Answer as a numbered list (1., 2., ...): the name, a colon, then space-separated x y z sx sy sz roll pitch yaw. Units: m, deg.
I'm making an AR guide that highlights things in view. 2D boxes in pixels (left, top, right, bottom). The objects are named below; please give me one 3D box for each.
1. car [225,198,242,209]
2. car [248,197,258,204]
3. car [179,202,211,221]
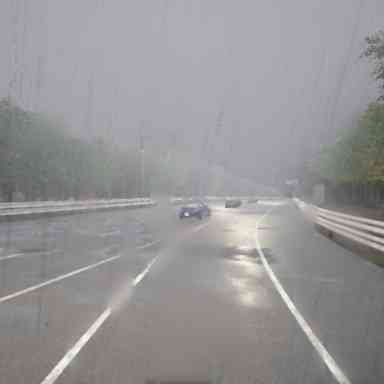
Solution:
1. car: 5.992 1.581 47.606 2.128 1.511 4.902 0 0 16
2. car: 13.597 1.831 73.700 2.033 1.411 5.357 0 -1 16
3. car: 0.259 1.554 27.751 1.812 1.442 4.674 0 0 16
